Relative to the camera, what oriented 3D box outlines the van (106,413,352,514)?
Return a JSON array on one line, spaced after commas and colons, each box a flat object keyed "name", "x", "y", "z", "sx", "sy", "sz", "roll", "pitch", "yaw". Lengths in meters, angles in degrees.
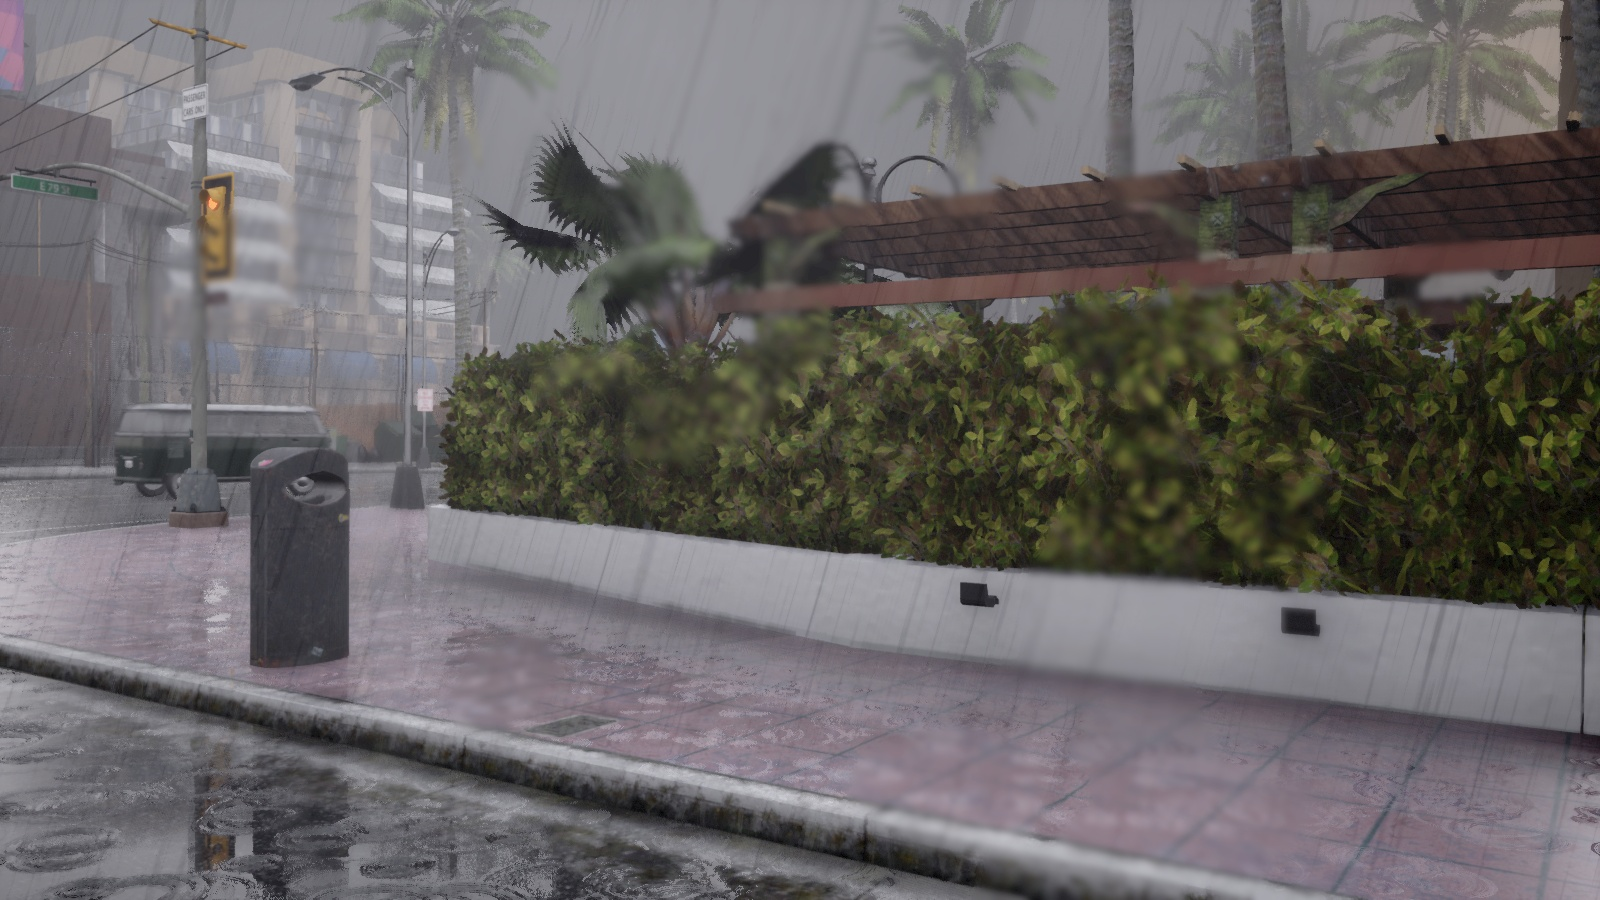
[{"name": "van", "x": -12.155, "y": 0.226, "z": 26.971, "sx": 1.775, "sy": 1.987, "sz": 4.442, "roll": 0, "pitch": 1, "yaw": 41}]
